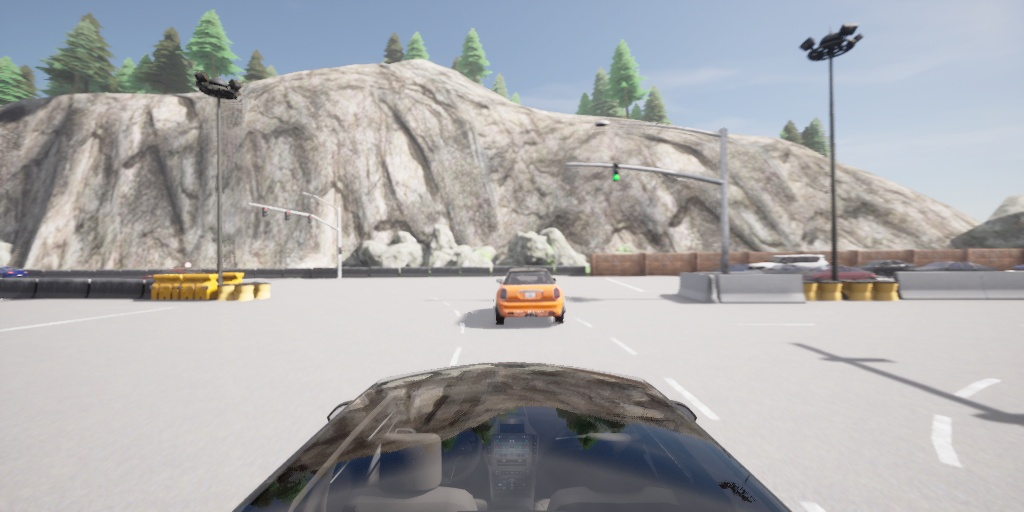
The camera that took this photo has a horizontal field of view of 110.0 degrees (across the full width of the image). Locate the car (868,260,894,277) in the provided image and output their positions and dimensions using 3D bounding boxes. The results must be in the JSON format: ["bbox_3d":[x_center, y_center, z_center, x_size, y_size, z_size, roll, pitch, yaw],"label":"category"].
[{"bbox_3d":[31.756,1.097,30.968,4.892,1.490,1.837,-1,-1,6],"label":"car"}]

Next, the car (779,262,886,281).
[{"bbox_3d":[19.170,1.235,21.630,4.181,1.385,1.994,-1,0,5],"label":"car"}]

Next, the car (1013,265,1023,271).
[{"bbox_3d":[32.653,0.976,20.349,5.008,1.535,1.882,-1,0,5],"label":"car"}]

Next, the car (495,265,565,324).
[{"bbox_3d":[0.516,1.182,12.603,2.097,1.767,4.553,-1,0,-1],"label":"car"}]

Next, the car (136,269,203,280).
[{"bbox_3d":[-24.215,1.680,25.783,5.008,1.535,1.882,0,0,6],"label":"car"}]

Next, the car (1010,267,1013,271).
[{"bbox_3d":[44.775,0.954,29.796,4.674,1.442,1.812,-1,0,5],"label":"car"}]

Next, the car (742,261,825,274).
[{"bbox_3d":[19.081,1.264,25.154,4.181,1.385,1.994,-1,0,5],"label":"car"}]

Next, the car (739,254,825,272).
[{"bbox_3d":[21.697,0.916,28.421,5.566,2.045,2.150,-1,0,5],"label":"car"}]

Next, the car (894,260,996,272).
[{"bbox_3d":[33.201,1.094,27.315,5.357,1.411,2.033,-1,0,6],"label":"car"}]

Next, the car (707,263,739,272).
[{"bbox_3d":[19.810,1.310,32.111,4.181,1.385,1.994,-1,0,6],"label":"car"}]
